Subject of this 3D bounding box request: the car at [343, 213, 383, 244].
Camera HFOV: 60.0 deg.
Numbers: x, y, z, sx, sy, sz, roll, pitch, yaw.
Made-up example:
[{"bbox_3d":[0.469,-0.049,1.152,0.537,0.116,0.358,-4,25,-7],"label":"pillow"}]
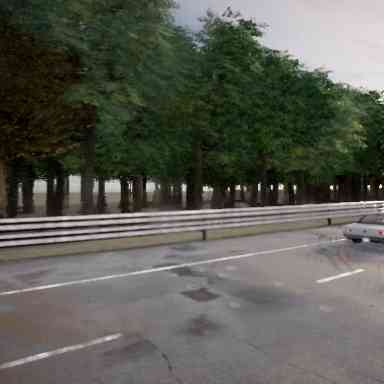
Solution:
[{"bbox_3d":[8.527,1.539,14.130,4.718,1.301,1.895,-1,0,-36],"label":"car"}]
